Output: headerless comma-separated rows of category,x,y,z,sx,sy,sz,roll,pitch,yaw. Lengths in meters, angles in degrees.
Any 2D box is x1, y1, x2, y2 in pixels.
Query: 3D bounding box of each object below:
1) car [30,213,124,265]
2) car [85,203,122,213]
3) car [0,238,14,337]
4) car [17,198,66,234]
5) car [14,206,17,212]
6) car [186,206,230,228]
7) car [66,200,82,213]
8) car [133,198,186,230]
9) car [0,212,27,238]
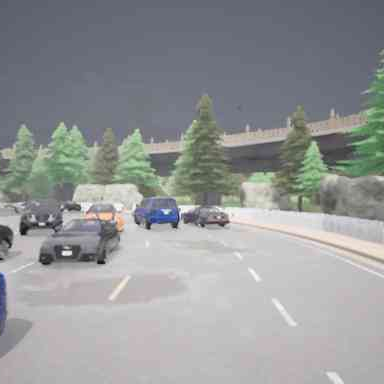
car,-3.817,1.666,11.979,1.994,1.385,4.181,0,-1,-2
car,-5.525,1.527,20.767,2.097,1.767,4.553,0,-1,-19
car,-3.572,1.502,2.715,1.882,1.535,5.008,0,-1,0
car,-9.173,1.394,20.434,2.150,2.045,5.566,0,-1,-24
car,-19.153,1.860,39.790,4.674,1.442,1.812,0,-1,25
car,0.816,1.750,24.166,2.033,1.411,5.357,0,-1,-22
car,-16.265,1.831,42.172,5.008,1.535,1.882,0,-1,27
car,-2.604,1.417,23.307,2.150,2.045,5.566,1,-1,-22
car,-7.241,1.576,9.936,2.128,1.511,4.902,0,0,-2
